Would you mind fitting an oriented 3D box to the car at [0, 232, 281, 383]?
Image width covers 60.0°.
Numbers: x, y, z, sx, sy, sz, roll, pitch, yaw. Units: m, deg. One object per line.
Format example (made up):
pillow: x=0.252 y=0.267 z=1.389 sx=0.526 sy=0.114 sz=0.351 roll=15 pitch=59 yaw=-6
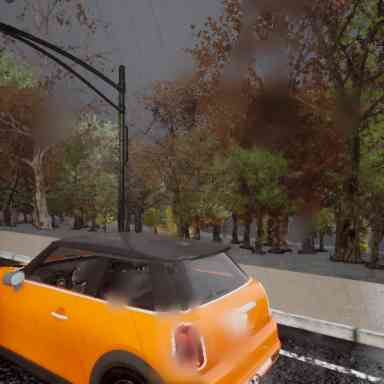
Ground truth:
car: x=-1.239 y=1.351 z=4.581 sx=4.553 sy=1.767 sz=2.097 roll=0 pitch=0 yaw=36
